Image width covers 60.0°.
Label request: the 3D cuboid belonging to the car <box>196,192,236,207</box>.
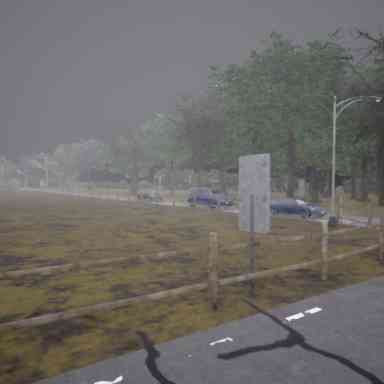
[{"bbox_3d":[2.646,0.825,38.107,1.837,1.490,4.892,0,1,-35],"label":"car"}]

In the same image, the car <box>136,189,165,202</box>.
[{"bbox_3d":[-5.585,0.430,44.576,2.097,1.767,4.553,0,1,-38],"label":"car"}]

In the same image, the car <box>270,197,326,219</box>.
[{"bbox_3d":[7.945,1.156,25.568,1.812,1.442,4.674,0,1,-35],"label":"car"}]

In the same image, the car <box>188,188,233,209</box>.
[{"bbox_3d":[1.776,0.599,34.227,2.150,2.045,5.566,0,1,-35],"label":"car"}]
